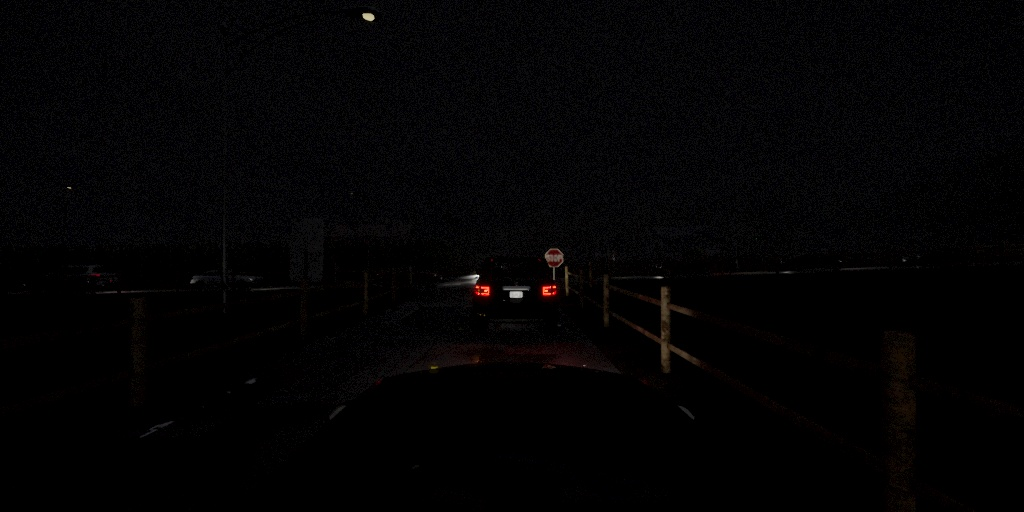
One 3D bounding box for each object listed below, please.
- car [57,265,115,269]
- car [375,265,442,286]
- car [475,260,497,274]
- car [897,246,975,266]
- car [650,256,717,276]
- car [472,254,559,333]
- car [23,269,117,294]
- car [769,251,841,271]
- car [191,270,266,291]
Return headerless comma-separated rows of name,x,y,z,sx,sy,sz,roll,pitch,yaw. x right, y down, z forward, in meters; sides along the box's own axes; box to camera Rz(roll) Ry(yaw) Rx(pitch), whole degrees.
car,-34.891,1.800,28.700,5.566,2.045,2.150,-1,-2,0
car,-7.423,1.398,25.810,4.674,1.442,1.812,-1,-2,0
car,-2.936,1.220,41.218,2.128,1.511,4.902,0,0,0
car,34.037,0.005,28.882,4.902,1.511,2.128,-2,-2,0
car,13.674,0.776,28.802,5.008,1.535,1.882,-2,-2,-1
car,0.060,0.975,10.883,2.150,2.045,5.566,0,0,-1
car,-31.815,1.900,25.754,4.902,1.511,2.128,-1,-2,0
car,23.456,0.403,28.856,5.008,1.535,1.882,-2,-2,0
car,-20.327,1.697,25.778,4.674,1.442,1.812,-1,-2,0
